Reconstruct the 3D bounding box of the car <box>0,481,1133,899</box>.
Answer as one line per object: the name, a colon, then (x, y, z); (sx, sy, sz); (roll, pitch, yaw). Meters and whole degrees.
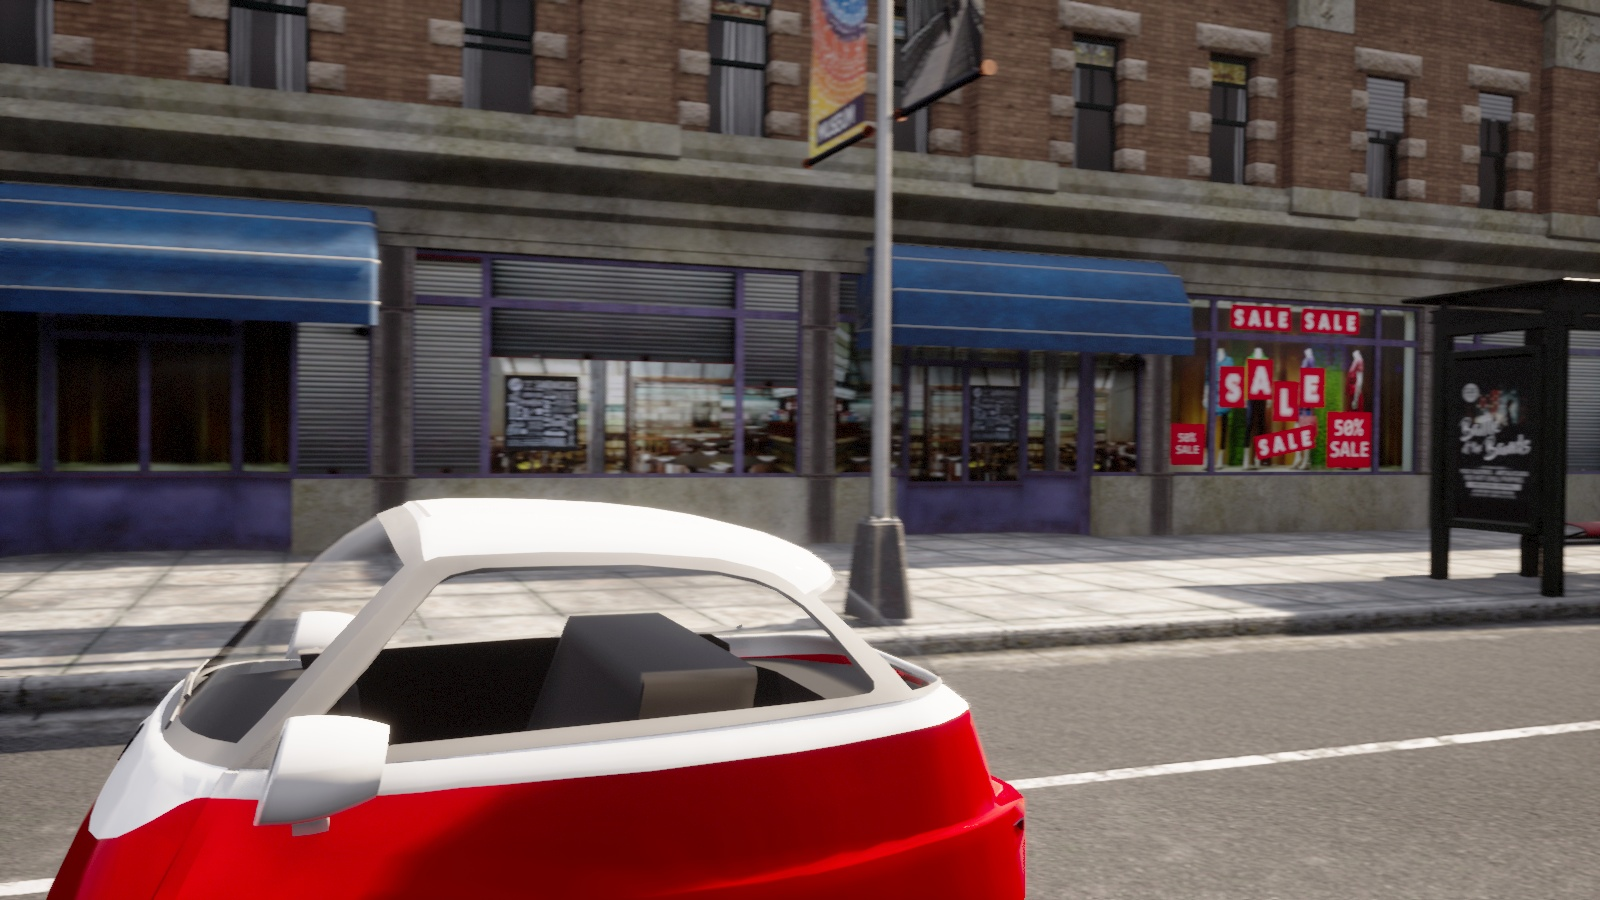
car: (-0.574, 0.810, 3.022); (2.207, 1.376, 1.481); (-1, 1, -21)
